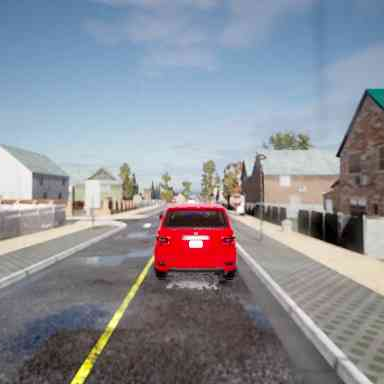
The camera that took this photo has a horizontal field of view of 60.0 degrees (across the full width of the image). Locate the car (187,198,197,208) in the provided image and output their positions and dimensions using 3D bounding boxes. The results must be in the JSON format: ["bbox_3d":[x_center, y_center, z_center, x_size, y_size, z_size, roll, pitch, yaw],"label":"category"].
[{"bbox_3d":[-0.057,2.248,71.657,2.150,2.045,5.566,0,-1,0],"label":"car"}]

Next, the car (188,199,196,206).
[{"bbox_3d":[-0.065,2.569,82.048,1.837,1.490,4.892,0,-1,0],"label":"car"}]

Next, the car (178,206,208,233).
[{"bbox_3d":[0.076,1.774,22.491,1.812,1.442,4.674,0,-1,0],"label":"car"}]

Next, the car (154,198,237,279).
[{"bbox_3d":[0.088,1.334,10.523,2.150,2.045,5.566,0,0,0],"label":"car"}]
